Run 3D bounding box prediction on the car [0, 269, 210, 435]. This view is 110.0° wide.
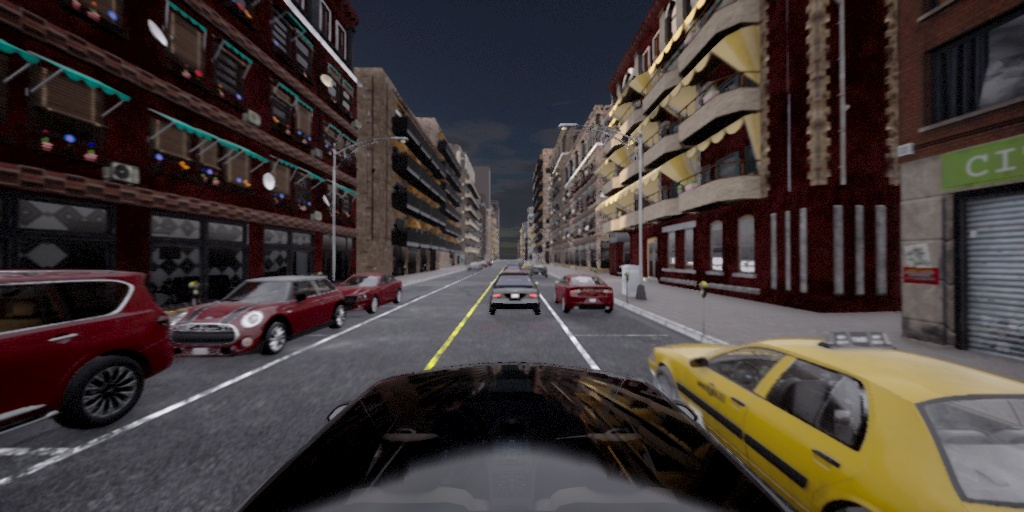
[{"bbox_3d":[-5.692,1.070,2.902,2.192,1.841,5.009,0,0,0],"label":"car"}]

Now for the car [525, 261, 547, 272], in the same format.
[{"bbox_3d":[2.676,1.460,36.718,2.007,1.370,4.403,0,0,0],"label":"car"}]

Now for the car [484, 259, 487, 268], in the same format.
[{"bbox_3d":[-5.714,1.560,59.264,2.007,1.370,4.403,0,0,0],"label":"car"}]

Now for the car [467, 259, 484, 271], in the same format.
[{"bbox_3d":[-5.711,1.535,53.627,2.007,1.370,4.403,0,0,0],"label":"car"}]

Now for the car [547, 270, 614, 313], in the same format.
[{"bbox_3d":[2.684,1.352,14.174,1.888,1.381,4.507,0,0,0],"label":"car"}]

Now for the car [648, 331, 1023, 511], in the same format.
[{"bbox_3d":[2.688,1.281,3.071,1.751,1.417,4.829,0,0,0],"label":"car"}]

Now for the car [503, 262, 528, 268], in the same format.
[{"bbox_3d":[0.088,1.451,31.762,1.994,1.385,4.181,0,0,0],"label":"car"}]

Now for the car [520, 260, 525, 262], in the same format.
[{"bbox_3d":[2.668,1.535,59.433,1.751,1.417,4.829,0,0,0],"label":"car"}]

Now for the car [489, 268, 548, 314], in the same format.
[{"bbox_3d":[0.096,1.354,14.118,2.033,1.411,5.357,0,0,0],"label":"car"}]

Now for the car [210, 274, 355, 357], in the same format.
[{"bbox_3d":[-5.694,1.221,8.538,1.967,1.591,4.097,0,0,0],"label":"car"}]

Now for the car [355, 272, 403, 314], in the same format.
[{"bbox_3d":[-5.696,1.352,14.175,1.888,1.381,4.507,0,0,0],"label":"car"}]
